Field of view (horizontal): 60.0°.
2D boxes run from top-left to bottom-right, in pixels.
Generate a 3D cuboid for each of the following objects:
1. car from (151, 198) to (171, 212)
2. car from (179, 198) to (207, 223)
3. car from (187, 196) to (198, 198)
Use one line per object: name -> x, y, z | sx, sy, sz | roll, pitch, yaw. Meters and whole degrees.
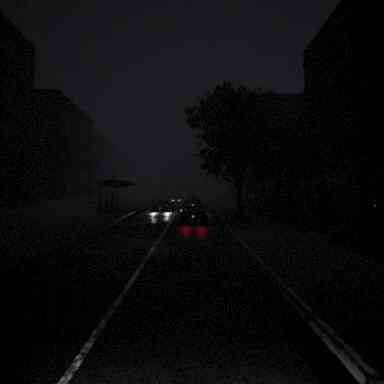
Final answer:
car -> -3.319, 1.355, 36.362 | 1.812, 1.442, 4.674 | 0, 1, 0
car -> 0.084, 1.432, 25.085 | 2.128, 1.511, 4.902 | 0, 0, 0
car -> 0.056, 1.250, 42.843 | 1.837, 1.490, 4.892 | 0, 1, 0
